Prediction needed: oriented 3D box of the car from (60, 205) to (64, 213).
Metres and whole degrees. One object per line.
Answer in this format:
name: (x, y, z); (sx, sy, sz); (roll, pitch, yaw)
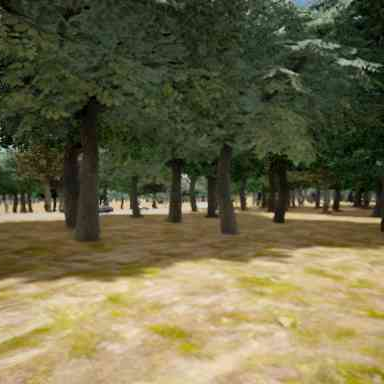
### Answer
car: (-19.342, 2.504, 55.345); (2.150, 2.045, 5.566); (0, -2, 22)

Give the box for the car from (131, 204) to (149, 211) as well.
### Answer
car: (-10.790, 3.231, 69.799); (1.895, 1.301, 4.718); (0, -2, 18)

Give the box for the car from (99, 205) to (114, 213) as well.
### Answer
car: (-15.245, 2.959, 57.391); (1.994, 1.385, 4.181); (0, -2, 21)
